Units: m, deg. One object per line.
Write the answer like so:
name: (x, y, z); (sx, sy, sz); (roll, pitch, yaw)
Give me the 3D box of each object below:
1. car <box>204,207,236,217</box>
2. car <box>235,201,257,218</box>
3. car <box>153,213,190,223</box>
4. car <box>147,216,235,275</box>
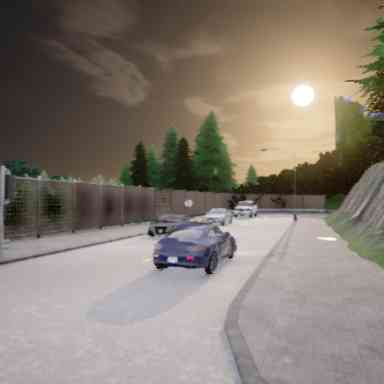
car: (2.334, 2.180, 29.760); (1.812, 1.442, 4.674); (0, -1, 19)
car: (6.921, 2.193, 42.676); (2.150, 2.045, 5.566); (0, -1, 21)
car: (-1.062, 1.980, 20.145); (1.994, 1.385, 4.181); (0, -1, 19)
car: (0.219, 1.779, 11.446); (1.812, 1.442, 4.674); (0, -1, 19)
